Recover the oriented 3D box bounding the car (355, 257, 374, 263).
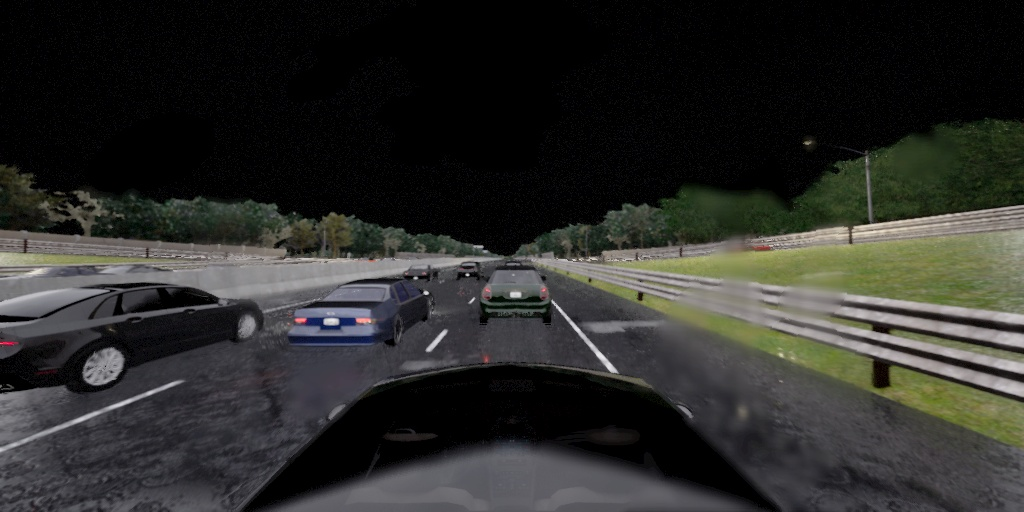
[{"bbox_3d":[-24.520,0.997,60.194,2.097,1.767,4.553,0,0,1],"label":"car"}]

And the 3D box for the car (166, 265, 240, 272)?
[{"bbox_3d":[-17.596,1.260,21.508,1.994,1.385,4.181,0,0,0],"label":"car"}]

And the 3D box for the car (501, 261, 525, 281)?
[{"bbox_3d":[0.103,1.182,29.867,1.837,1.490,4.892,0,0,0],"label":"car"}]

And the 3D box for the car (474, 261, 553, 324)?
[{"bbox_3d":[0.101,1.073,11.954,2.097,1.767,4.553,0,0,0],"label":"car"}]

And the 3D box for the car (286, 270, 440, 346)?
[{"bbox_3d":[-3.399,1.276,9.251,2.033,1.411,5.357,0,0,0],"label":"car"}]

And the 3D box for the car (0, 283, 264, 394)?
[{"bbox_3d":[-6.900,1.241,6.663,1.837,1.490,4.892,0,0,0],"label":"car"}]

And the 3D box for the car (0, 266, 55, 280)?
[{"bbox_3d":[-24.598,1.248,19.649,2.033,1.411,5.357,0,0,0],"label":"car"}]

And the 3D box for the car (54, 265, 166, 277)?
[{"bbox_3d":[-21.096,1.226,19.660,1.812,1.442,4.674,0,0,0],"label":"car"}]

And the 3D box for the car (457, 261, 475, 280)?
[{"bbox_3d":[-3.397,1.182,29.760,1.837,1.490,4.892,0,0,0],"label":"car"}]

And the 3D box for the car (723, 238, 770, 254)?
[{"bbox_3d":[29.332,-1.061,45.003,2.150,2.045,5.566,0,-4,-12],"label":"car"}]

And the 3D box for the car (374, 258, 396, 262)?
[{"bbox_3d":[-21.021,1.121,60.799,1.882,1.535,5.008,0,0,1],"label":"car"}]

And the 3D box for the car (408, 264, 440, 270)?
[{"bbox_3d":[-6.897,1.282,27.920,1.895,1.301,4.718,0,0,0],"label":"car"}]
